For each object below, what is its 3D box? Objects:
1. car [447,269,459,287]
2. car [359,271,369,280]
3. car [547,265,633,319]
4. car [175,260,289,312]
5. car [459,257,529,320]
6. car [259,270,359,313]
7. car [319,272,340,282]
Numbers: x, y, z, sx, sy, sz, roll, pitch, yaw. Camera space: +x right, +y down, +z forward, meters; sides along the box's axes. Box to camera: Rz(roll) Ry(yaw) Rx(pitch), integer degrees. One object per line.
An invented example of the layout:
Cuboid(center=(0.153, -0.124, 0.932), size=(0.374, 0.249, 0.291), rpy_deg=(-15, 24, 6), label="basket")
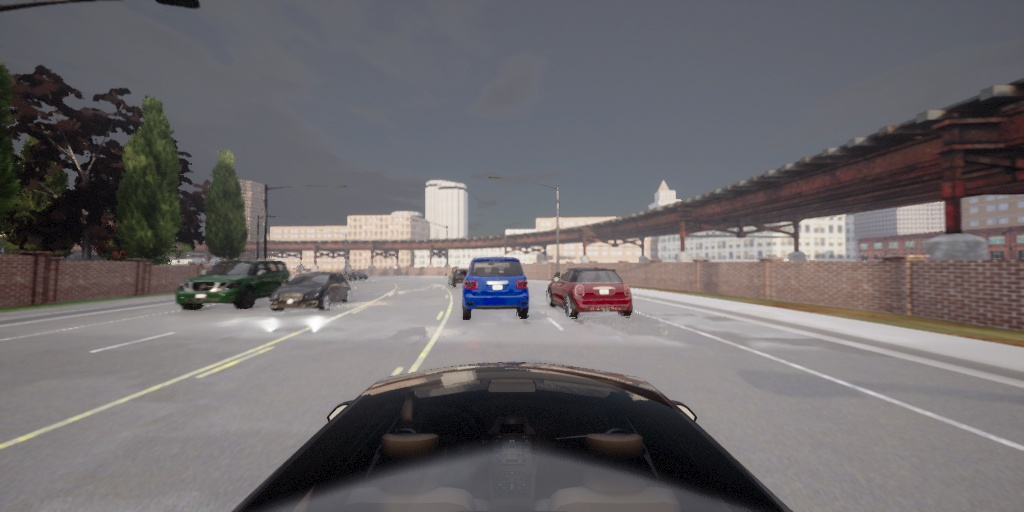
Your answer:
Cuboid(center=(-4.496, 1.906, 31.412), size=(1.837, 1.490, 4.892), rpy_deg=(0, -2, -17), label="car")
Cuboid(center=(-23.525, 3.044, 54.848), size=(2.033, 1.411, 5.357), rpy_deg=(1, -2, -37), label="car")
Cuboid(center=(2.709, 1.198, 13.526), size=(2.097, 1.767, 4.553), rpy_deg=(0, -1, -6), label="car")
Cuboid(center=(-11.847, 1.176, 15.875), size=(2.150, 2.045, 5.566), rpy_deg=(0, -1, -9), label="car")
Cuboid(center=(-0.738, 1.079, 13.389), size=(2.150, 2.045, 5.566), rpy_deg=(0, -1, -7), label="car")
Cuboid(center=(-8.245, 1.426, 15.158), size=(1.837, 1.490, 4.892), rpy_deg=(0, -1, -8), label="car")
Cuboid(center=(-27.703, 3.160, 54.363), size=(1.895, 1.301, 4.718), rpy_deg=(1, -3, -40), label="car")
